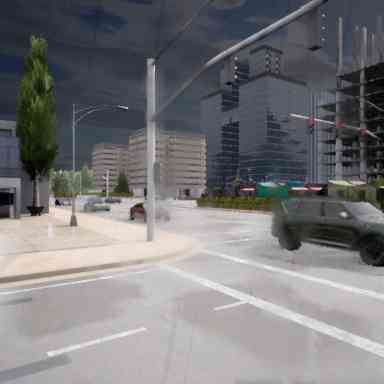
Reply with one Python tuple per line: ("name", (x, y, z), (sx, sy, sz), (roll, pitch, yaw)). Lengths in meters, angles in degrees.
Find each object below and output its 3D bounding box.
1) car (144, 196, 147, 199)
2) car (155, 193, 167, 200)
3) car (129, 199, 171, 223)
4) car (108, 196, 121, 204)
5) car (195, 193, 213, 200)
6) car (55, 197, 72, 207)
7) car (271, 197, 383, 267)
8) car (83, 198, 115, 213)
("car", (-9.371, 1.153, 81.068), (4.605, 1.855, 1.932), (0, 0, -34))
("car", (-7.793, 1.156, 78.641), (3.866, 1.878, 1.905), (0, 0, -34))
("car", (-3.359, 1.526, 25.574), (1.812, 1.442, 4.674), (0, 0, -33))
("car", (-15.326, 1.547, 64.118), (2.033, 1.411, 5.357), (0, 0, -34))
("car", (3.242, 1.156, 62.414), (3.866, 1.878, 1.905), (0, 0, -34))
("car", (-20.206, 1.528, 52.062), (2.128, 1.511, 4.902), (0, 0, -33))
("car", (5.357, 1.220, 11.971), (2.150, 2.045, 5.566), (0, 0, -33))
("car", (-10.540, 1.601, 36.792), (1.895, 1.301, 4.718), (0, 0, -33))
